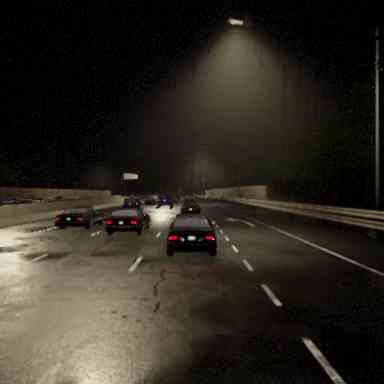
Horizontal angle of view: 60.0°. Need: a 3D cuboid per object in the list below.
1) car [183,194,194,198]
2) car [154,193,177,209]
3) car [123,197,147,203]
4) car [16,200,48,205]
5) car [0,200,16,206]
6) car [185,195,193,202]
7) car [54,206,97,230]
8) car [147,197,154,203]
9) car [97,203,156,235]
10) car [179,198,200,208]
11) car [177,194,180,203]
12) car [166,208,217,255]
[{"bbox_3d":[-0.428,1.478,62.208,2.097,1.767,4.553,0,0,-1],"label":"car"},{"bbox_3d":[-3.759,1.326,47.940,2.150,2.045,5.566,0,0,-1],"label":"car"},{"bbox_3d":[-7.191,1.442,40.628,2.097,1.767,4.553,0,0,-1],"label":"car"},{"bbox_3d":[-17.750,1.687,38.095,1.895,1.301,4.718,0,0,0],"label":"car"},{"bbox_3d":[-21.250,1.652,38.942,1.994,1.385,4.181,0,0,0],"label":"car"},{"bbox_3d":[-0.761,1.645,83.913,1.882,1.535,5.008,0,0,-1],"label":"car"},{"bbox_3d":[-7.058,1.595,21.480,2.033,1.411,5.357,0,0,0],"label":"car"},{"bbox_3d":[-7.387,1.669,59.061,2.033,1.411,5.357,0,0,-1],"label":"car"},{"bbox_3d":[-3.547,1.589,19.078,2.033,1.411,5.357,0,0,0],"label":"car"},{"bbox_3d":[-0.138,1.640,34.285,1.994,1.385,4.181,0,0,0],"label":"car"},{"bbox_3d":[-4.029,1.701,69.456,1.994,1.385,4.181,0,0,-1],"label":"car"},{"bbox_3d":[-0.024,1.576,13.478,2.033,1.411,5.357,0,0,0],"label":"car"}]
